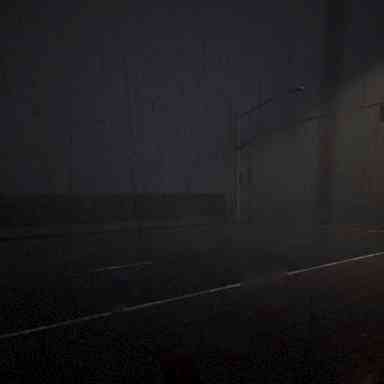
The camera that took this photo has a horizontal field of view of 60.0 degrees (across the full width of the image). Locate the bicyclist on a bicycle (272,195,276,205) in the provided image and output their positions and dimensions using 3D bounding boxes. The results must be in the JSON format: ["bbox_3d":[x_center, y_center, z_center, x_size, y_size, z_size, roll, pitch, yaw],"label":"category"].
[{"bbox_3d":[13.481,1.300,54.438,0.582,1.620,1.656,0,0,21],"label":"bicyclist on a bicycle"}]

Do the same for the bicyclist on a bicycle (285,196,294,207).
[{"bbox_3d":[14.481,1.453,49.530,1.656,1.620,0.582,0,0,-23],"label":"bicyclist on a bicycle"}]
